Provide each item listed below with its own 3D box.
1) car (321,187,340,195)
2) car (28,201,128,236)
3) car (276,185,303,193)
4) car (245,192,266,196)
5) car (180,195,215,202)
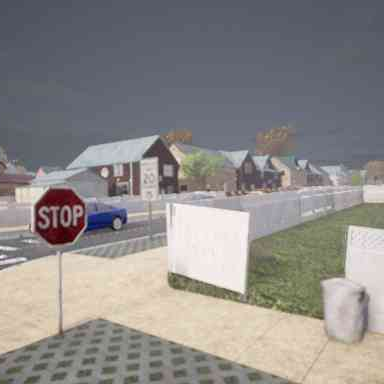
[{"bbox_3d":[17.232,0.314,43.199,2.033,1.411,5.357,-2,0,35],"label":"car"},{"bbox_3d":[-5.363,1.255,16.192,1.882,1.535,5.008,-2,1,34],"label":"car"},{"bbox_3d":[12.125,0.187,40.999,2.150,2.045,5.566,-2,0,36],"label":"car"},{"bbox_3d":[6.148,0.719,32.571,1.882,1.535,5.008,-2,1,35],"label":"car"},{"bbox_3d":[0.320,0.989,24.318,1.882,1.535,5.008,-2,1,35],"label":"car"}]
